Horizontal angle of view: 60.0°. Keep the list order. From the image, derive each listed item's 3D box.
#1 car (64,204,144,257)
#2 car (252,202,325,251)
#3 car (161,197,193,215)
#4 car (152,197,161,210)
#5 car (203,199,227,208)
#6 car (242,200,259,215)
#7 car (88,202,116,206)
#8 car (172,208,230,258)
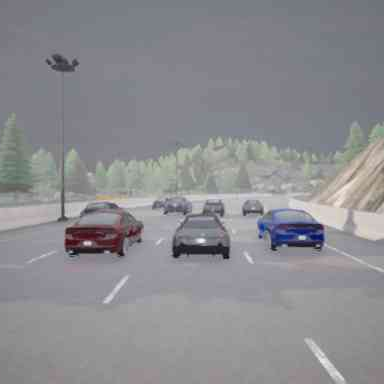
[{"bbox_3d":[-3.129,1.428,12.780,1.882,1.535,5.008,0,0,2],"label":"car"},{"bbox_3d":[3.934,1.419,13.955,1.882,1.535,5.008,0,0,3],"label":"car"},{"bbox_3d":[-1.233,1.225,31.988,2.097,1.767,4.553,0,0,8],"label":"car"},{"bbox_3d":[-3.413,1.368,40.019,1.812,1.442,4.674,0,0,11],"label":"car"},{"bbox_3d":[2.086,1.368,30.568,2.128,1.511,4.902,0,0,8],"label":"car"},{"bbox_3d":[5.811,1.433,31.857,1.994,1.385,4.181,0,0,8],"label":"car"},{"bbox_3d":[-5.918,1.418,22.627,1.837,1.490,4.892,0,0,5],"label":"car"},{"bbox_3d":[0.373,1.513,12.589,1.994,1.385,4.181,0,0,3],"label":"car"}]
